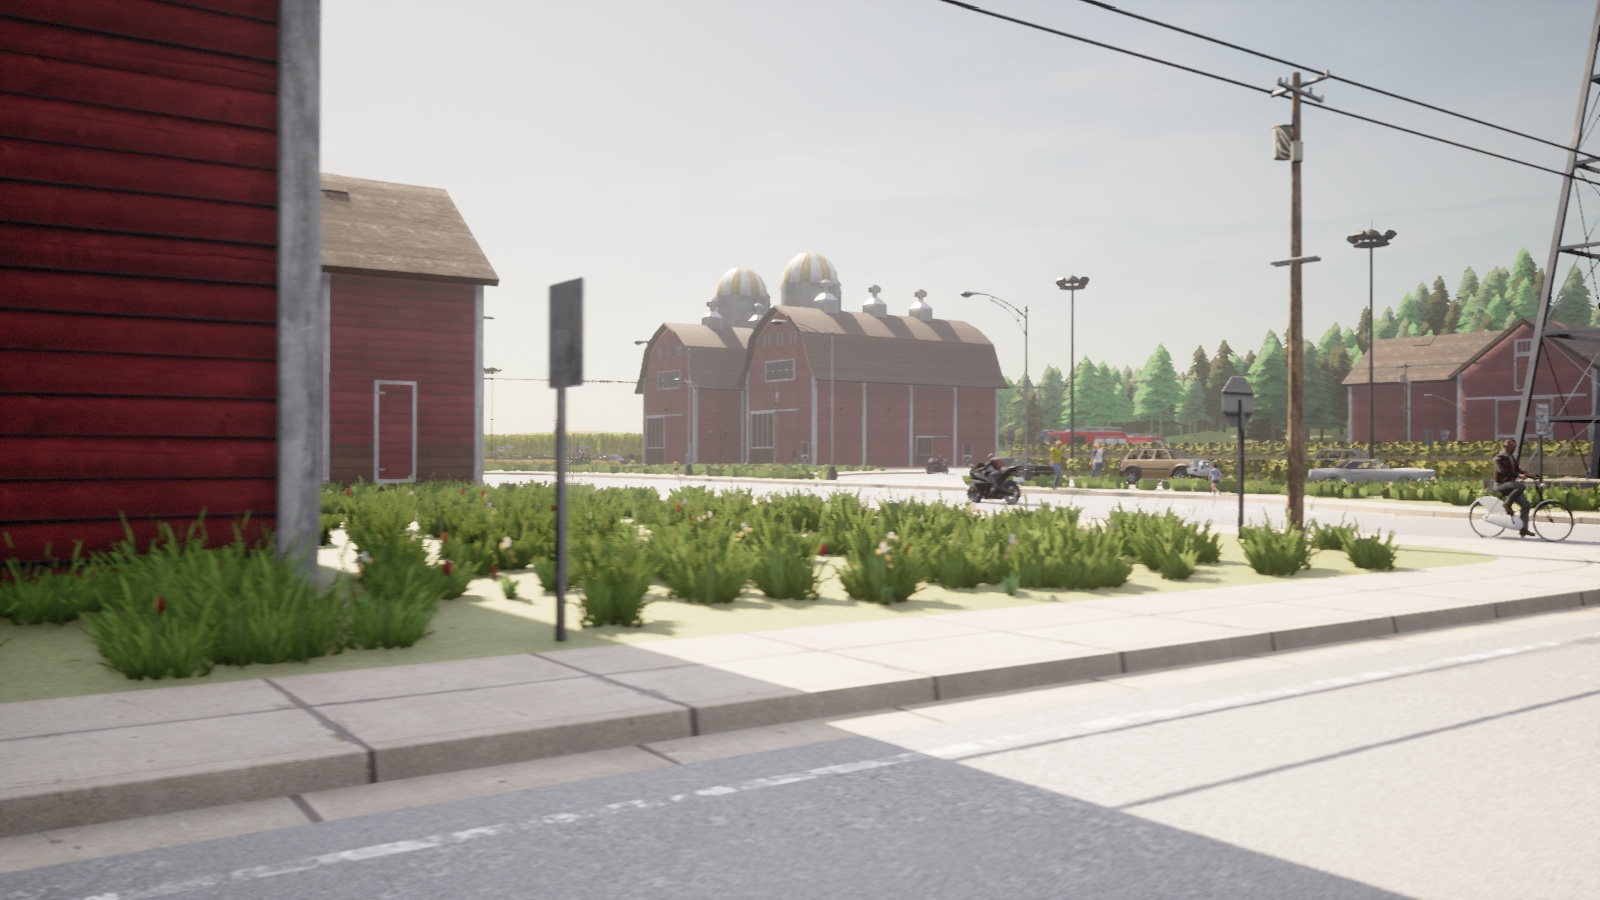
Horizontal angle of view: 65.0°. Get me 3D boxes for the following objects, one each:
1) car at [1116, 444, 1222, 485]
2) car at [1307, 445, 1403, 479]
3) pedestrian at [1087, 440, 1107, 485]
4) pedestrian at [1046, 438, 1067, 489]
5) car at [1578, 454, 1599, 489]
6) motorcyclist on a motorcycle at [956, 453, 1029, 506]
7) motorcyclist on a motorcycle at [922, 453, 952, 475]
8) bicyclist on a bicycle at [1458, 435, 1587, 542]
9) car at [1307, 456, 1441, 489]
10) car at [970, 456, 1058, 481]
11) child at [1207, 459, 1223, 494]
[{"bbox_3d":[17.414,0.671,59.446,1.932,1.855,4.605,0,-1,-35],"label":"car"},{"bbox_3d":[30.977,0.665,70.190,1.932,1.855,4.605,0,0,-35],"label":"car"},{"bbox_3d":[12.277,0.500,51.914,0.354,1.836,0.706,0,0,-41],"label":"pedestrian"},{"bbox_3d":[9.451,0.492,46.249,0.354,1.836,0.706,0,0,-32],"label":"pedestrian"},{"bbox_3d":[34.044,0.860,51.008,4.181,1.385,1.994,0,0,-21],"label":"car"},{"bbox_3d":[5.715,0.858,37.408,0.866,1.530,2.191,0,0,-36],"label":"motorcyclist on a motorcycle"},{"bbox_3d":[9.509,0.971,87.303,2.191,1.530,0.866,0,0,-42],"label":"motorcyclist on a motorcycle"},{"bbox_3d":[12.476,0.642,21.748,0.659,1.776,1.843,0,0,-30],"label":"bicyclist on a bicycle"},{"bbox_3d":[23.695,0.921,51.945,4.718,1.301,1.895,0,0,40],"label":"car"},{"bbox_3d":[11.501,0.985,67.736,1.895,1.301,4.718,0,0,-36],"label":"car"},{"bbox_3d":[13.431,0.850,40.643,0.255,1.110,0.394,0,0,-27],"label":"child"}]
